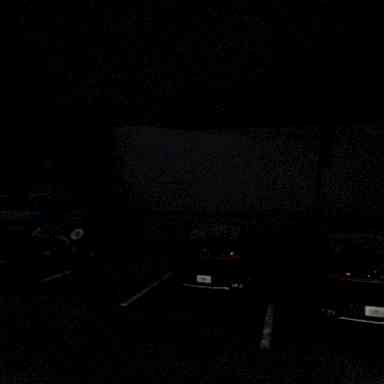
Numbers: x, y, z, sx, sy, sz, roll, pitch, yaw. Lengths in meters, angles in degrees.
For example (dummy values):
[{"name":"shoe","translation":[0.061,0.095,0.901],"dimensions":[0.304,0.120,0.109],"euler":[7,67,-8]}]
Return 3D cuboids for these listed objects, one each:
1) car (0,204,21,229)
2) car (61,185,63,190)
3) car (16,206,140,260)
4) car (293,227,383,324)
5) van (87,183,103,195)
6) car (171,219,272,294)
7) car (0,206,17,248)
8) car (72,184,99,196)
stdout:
[{"name":"car","translation":[-13.010,1.479,19.777],"dimensions":[2.163,1.488,4.792],"euler":[0,-1,20]},{"name":"car","translation":[-31.273,-1.099,77.315],"dimensions":[4.674,1.452,2.002],"euler":[2,5,37]},{"name":"car","translation":[-3.765,1.333,12.415],"dimensions":[2.185,1.767,4.553],"euler":[1,-1,18]},{"name":"car","translation":[3.324,1.481,7.087],"dimensions":[2.231,1.521,4.892],"euler":[0,-1,16]},{"name":"van","translation":[-18.130,-0.468,65.325],"dimensions":[4.442,1.987,1.878],"euler":[4,7,39]},{"name":"car","translation":[0.936,1.472,8.830],"dimensions":[2.231,1.521,4.892],"euler":[0,-1,17]},{"name":"car","translation":[-6.116,1.453,14.187],"dimensions":[2.097,1.535,5.008],"euler":[0,-1,19]},{"name":"car","translation":[-20.803,-0.091,63.902],"dimensions":[5.008,1.535,2.097],"euler":[4,7,39]}]
